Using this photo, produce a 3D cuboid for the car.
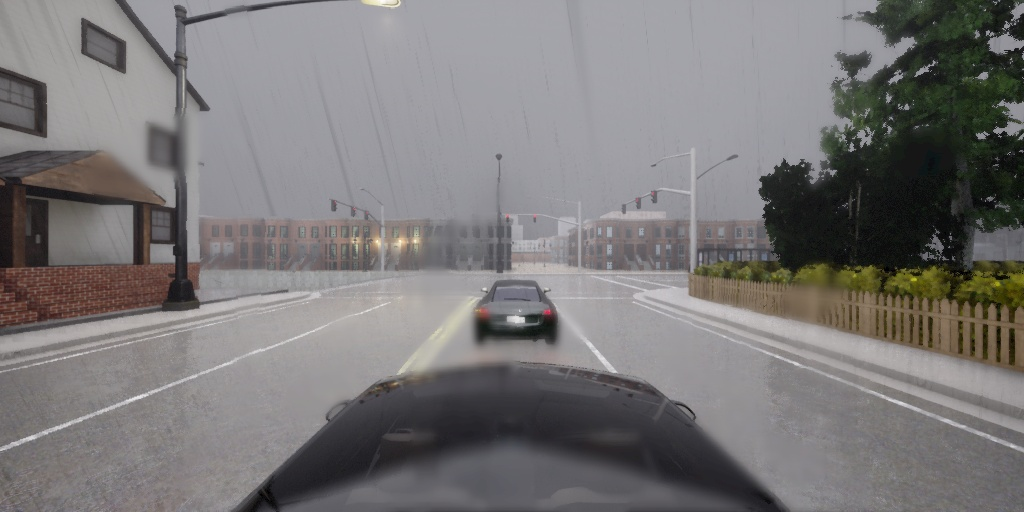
[{"bbox_3d":[0.104,1.314,9.535,1.994,1.385,4.181,0,0,0],"label":"car"}]
